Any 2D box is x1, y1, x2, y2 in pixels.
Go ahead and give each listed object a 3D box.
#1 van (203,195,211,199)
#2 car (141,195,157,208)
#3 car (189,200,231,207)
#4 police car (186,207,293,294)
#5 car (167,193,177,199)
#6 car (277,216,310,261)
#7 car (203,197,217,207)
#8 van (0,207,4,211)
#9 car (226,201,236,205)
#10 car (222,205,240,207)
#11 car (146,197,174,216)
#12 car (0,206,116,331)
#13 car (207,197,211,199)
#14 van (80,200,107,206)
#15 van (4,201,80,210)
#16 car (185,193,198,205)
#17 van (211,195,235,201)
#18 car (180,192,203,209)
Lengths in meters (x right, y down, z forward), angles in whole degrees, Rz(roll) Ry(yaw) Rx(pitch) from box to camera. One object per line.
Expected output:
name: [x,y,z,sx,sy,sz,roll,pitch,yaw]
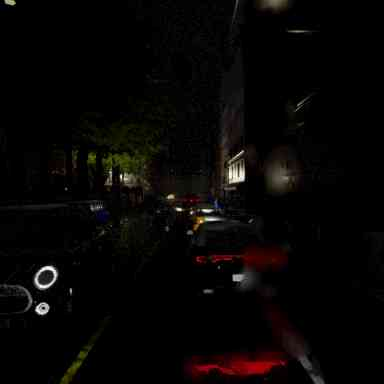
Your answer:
van: [2.798,1.303,46.115,1.690,1.788,3.998,0,0,0]
car: [-5.726,1.277,46.064,2.192,1.841,5.009,0,0,0]
car: [0.876,1.448,18.973,1.801,1.575,5.366,0,0,0]
police car: [0.889,1.423,8.893,1.930,1.638,5.238,0,0,0]
car: [-5.781,1.403,89.584,1.752,1.417,4.829,0,0,0]
car: [2.841,1.541,12.153,1.887,1.381,4.507,0,0,0]
car: [2.792,1.518,51.776,1.947,1.339,4.313,0,0,0]
van: [-5.678,1.340,6.459,1.690,1.788,3.998,0,0,0]
car: [2.826,1.571,23.474,1.802,1.307,4.206,0,0,0]
car: [2.834,1.575,17.813,1.802,1.307,4.206,0,0,0]
car: [-3.040,1.506,32.344,1.812,1.442,4.674,0,0,0]
car: [-3.108,1.351,7.155,2.097,1.767,4.553,0,0,0]
car: [2.813,1.522,34.795,1.887,1.381,4.507,0,0,0]
van: [-5.692,1.334,17.775,1.690,1.788,3.998,0,0,0]
van: [-5.686,1.338,12.117,1.690,1.788,3.998,0,0,0]
car: [-0.074,1.160,59.370,2.150,2.045,5.566,0,0,0]
van: [2.819,1.324,29.134,1.690,1.788,3.998,0,0,0]
car: [-0.053,1.185,44.775,2.150,2.045,5.566,0,0,0]
